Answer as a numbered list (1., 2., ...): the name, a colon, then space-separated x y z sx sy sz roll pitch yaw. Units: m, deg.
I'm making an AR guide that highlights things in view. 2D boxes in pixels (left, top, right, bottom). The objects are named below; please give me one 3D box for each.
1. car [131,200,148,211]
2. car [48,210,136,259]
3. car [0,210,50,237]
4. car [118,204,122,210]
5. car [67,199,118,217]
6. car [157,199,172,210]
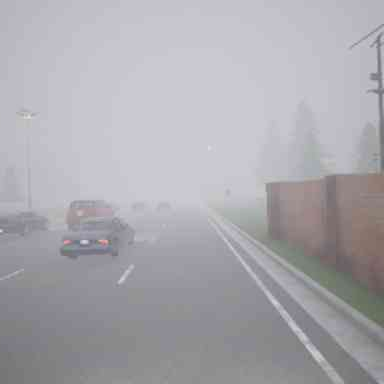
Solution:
1. car: -7.450 1.881 47.507 2.128 1.511 4.902 -2 0 -1
2. car: -3.579 1.708 13.505 2.033 1.411 5.357 -2 0 -1
3. car: -10.659 1.927 20.956 1.837 1.490 4.892 -2 0 -1
4. car: -10.922 2.049 45.206 2.033 1.411 5.357 -2 0 -1
5. car: -7.202 1.535 23.993 2.150 2.045 5.566 -2 0 -1
6. car: -3.958 1.799 48.052 1.812 1.442 4.674 -2 0 -1
